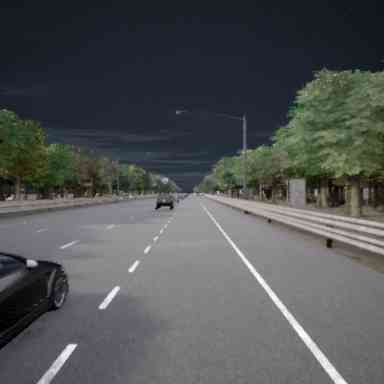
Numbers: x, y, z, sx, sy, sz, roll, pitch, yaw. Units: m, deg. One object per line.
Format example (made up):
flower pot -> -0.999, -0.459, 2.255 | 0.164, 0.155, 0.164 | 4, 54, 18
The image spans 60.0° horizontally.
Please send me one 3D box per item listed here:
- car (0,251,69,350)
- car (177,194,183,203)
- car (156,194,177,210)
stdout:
car -> -3.499, 1.566, 5.103 | 1.994, 1.385, 4.181 | 0, 0, 0
car -> -3.443, 1.594, 69.027 | 2.033, 1.411, 5.357 | 0, 0, 0
car -> -3.488, 1.239, 43.907 | 2.150, 2.045, 5.566 | 0, 0, 0
